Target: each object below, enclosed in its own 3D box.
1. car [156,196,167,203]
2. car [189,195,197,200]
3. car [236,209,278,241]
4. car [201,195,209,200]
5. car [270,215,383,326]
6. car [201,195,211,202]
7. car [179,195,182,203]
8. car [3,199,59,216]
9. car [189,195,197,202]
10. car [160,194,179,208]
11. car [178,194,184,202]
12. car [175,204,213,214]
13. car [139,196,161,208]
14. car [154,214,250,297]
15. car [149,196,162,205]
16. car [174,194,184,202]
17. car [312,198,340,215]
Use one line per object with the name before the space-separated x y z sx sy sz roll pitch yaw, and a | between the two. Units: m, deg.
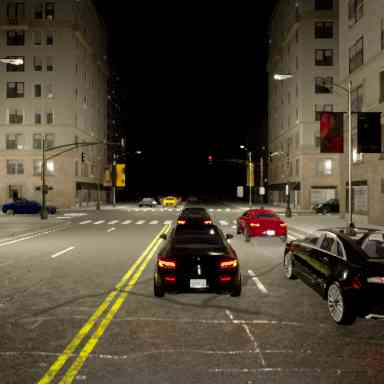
car | -6.346 1.548 69.051 1.812 1.442 4.674 0 0 0
car | 0.198 1.443 88.517 1.994 1.385 4.181 0 0 0
car | 3.285 1.529 16.149 1.812 1.442 4.674 0 0 0
car | 3.448 1.443 88.509 1.994 1.385 4.181 0 0 0
car | 3.353 1.493 7.055 2.128 1.511 4.902 0 0 1
car | 3.425 1.558 78.089 2.033 1.411 5.357 0 0 0
car | -3.197 1.622 58.784 1.895 1.301 4.718 0 0 0
car | -15.108 1.467 31.375 5.008 1.535 1.882 0 0 5
car | 0.177 1.614 78.544 1.895 1.301 4.718 0 0 0
car | -3.243 1.496 49.446 1.882 1.535 5.008 0 0 -1
car | -3.108 1.374 68.236 2.097 1.767 4.553 0 0 0
car | 0.137 1.530 17.364 1.812 1.442 4.674 0 0 0
car | -6.459 1.566 49.159 2.033 1.411 5.357 0 0 4
car | 0.115 1.527 8.455 1.812 1.442 4.674 0 0 0
car | -6.447 1.526 58.898 1.837 1.490 4.892 0 0 0
car | -3.075 1.355 78.197 2.097 1.767 4.553 0 0 0
car | 14.837 1.411 34.404 4.553 1.767 2.097 0 0 1
